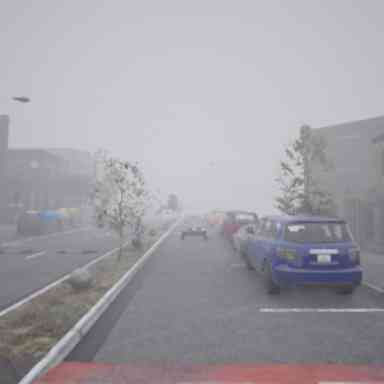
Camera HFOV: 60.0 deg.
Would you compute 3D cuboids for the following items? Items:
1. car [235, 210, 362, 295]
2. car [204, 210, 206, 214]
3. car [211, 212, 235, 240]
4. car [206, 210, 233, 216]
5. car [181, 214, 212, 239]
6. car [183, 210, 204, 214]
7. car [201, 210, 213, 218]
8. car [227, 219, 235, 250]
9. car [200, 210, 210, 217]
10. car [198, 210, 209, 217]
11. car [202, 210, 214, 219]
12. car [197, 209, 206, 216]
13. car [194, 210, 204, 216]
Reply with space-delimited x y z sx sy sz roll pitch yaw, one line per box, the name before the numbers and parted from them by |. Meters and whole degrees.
car | 3.013 1.714 10.250 2.435 2.045 5.566 0 -2 0
car | 3.085 3.681 48.944 2.002 1.452 4.674 0 -3 0
car | 3.045 2.653 26.754 2.231 1.521 4.892 0 -2 0
car | 3.064 3.009 37.766 2.185 1.767 4.553 0 -3 0
car | 0.142 2.623 24.421 2.033 1.411 5.357 0 -2 0
car | 0.175 3.349 41.869 1.837 1.490 4.892 0 -2 0
car | 3.118 4.660 70.876 2.231 1.521 4.892 0 -3 0
car | 3.023 2.228 15.722 2.002 1.452 4.674 0 -2 0
car | 3.016 4.985 76.414 2.002 1.452 4.674 0 -3 -1
car | 2.795 5.235 81.953 2.097 1.535 5.008 0 -3 -2
car | 3.116 4.394 65.363 2.231 1.521 4.892 0 -3 0
car | 2.457 5.399 87.466 2.185 1.767 4.553 0 -3 -3
car | 1.972 5.853 93.157 2.163 1.488 4.792 0 -3 -5
